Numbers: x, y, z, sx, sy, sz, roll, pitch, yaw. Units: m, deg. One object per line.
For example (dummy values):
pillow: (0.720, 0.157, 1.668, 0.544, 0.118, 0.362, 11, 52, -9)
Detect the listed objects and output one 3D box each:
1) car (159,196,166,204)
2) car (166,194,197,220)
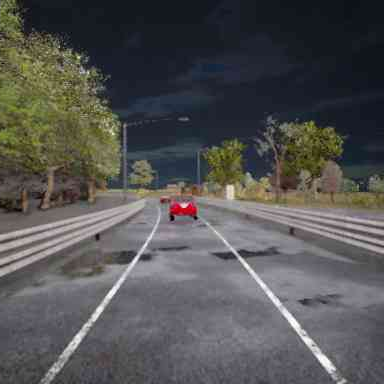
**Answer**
car: (-4.988, 1.434, 61.717, 1.882, 1.535, 5.008, 0, 0, -10)
car: (-0.834, 1.214, 28.161, 2.150, 2.045, 5.566, 0, 0, -5)
